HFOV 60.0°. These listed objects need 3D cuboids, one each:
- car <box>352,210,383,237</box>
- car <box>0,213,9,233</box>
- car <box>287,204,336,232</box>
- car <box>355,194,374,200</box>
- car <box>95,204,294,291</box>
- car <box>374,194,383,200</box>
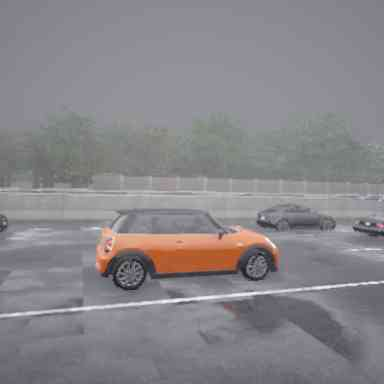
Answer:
[{"bbox_3d":[10.193,1.509,15.632,5.357,1.411,2.033,1,2,-19],"label":"car"},{"bbox_3d":[-9.383,1.040,12.706,4.181,1.385,1.994,1,2,-19],"label":"car"},{"bbox_3d":[5.525,1.337,17.747,4.181,1.385,1.994,1,2,-19],"label":"car"},{"bbox_3d":[25.211,1.086,46.606,5.008,1.535,1.882,1,2,-18],"label":"car"},{"bbox_3d":[-0.078,1.200,8.459,4.553,1.767,2.097,1,2,-19],"label":"car"},{"bbox_3d":[26.724,1.085,43.429,4.553,1.767,2.097,1,2,-18],"label":"car"}]
